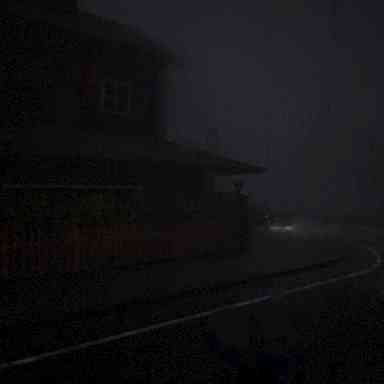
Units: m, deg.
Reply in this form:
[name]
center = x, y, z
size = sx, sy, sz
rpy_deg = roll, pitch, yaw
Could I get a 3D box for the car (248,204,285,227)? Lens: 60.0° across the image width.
[car]
center = 4.150, 1.514, 22.399
size = 1.994, 1.385, 4.181
rpy_deg = 0, 0, -35

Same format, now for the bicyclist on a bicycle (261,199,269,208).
[bicyclist on a bicycle]
center = 6.718, 1.498, 31.079
size = 1.656, 1.620, 0.582
rpy_deg = 4, -2, -35
